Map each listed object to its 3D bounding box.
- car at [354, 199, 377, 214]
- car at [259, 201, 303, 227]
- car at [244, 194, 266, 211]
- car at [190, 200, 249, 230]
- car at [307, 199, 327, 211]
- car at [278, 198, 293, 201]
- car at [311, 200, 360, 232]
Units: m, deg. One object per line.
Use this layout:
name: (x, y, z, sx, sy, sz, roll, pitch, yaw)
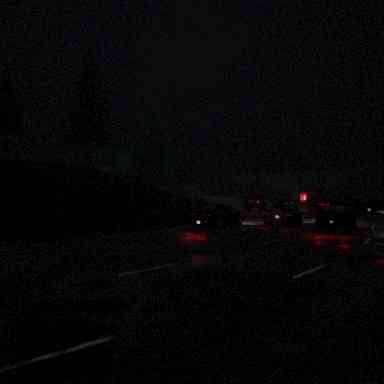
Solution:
car: (17.694, 1.479, 34.862, 1.837, 1.490, 4.892, 0, 0, 9)
car: (6.417, 1.573, 23.127, 1.994, 1.385, 4.181, 0, 0, 28)
car: (7.643, 1.251, 40.509, 2.150, 2.045, 5.566, 0, 0, 2)
car: (1.706, 1.535, 21.741, 1.837, 1.490, 4.892, 0, 0, 33)
car: (14.233, 1.499, 37.212, 1.837, 1.490, 4.892, 0, 0, 7)
car: (10.923, 1.505, 39.259, 2.128, 1.511, 4.902, 0, 0, 4)
car: (8.775, 1.470, 20.112, 1.882, 1.535, 5.008, 0, 0, 30)
